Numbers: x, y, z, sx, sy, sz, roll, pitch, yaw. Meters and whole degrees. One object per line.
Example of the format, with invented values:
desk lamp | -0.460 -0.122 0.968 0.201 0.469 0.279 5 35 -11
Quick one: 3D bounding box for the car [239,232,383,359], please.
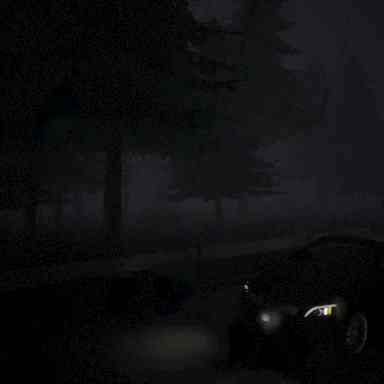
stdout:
car | 2.961 1.524 6.088 4.674 1.442 1.812 0 0 -35
